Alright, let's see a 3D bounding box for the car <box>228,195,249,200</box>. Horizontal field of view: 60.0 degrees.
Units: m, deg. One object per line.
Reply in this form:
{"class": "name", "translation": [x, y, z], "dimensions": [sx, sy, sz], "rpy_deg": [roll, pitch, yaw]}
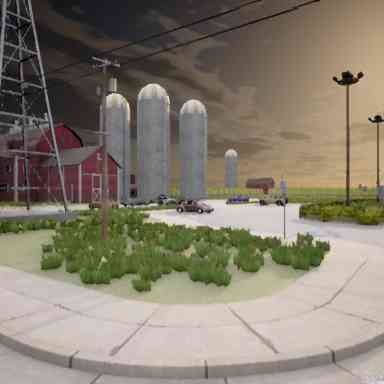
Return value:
{"class": "car", "translation": [10.127, 1.478, 72.348], "dimensions": [4.611, 1.667, 2.242], "rpy_deg": [0, 0, 35]}

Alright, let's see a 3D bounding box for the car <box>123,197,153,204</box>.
{"class": "car", "translation": [-8.878, 1.561, 52.130], "dimensions": [2.033, 1.411, 5.357], "rpy_deg": [0, 0, 34]}

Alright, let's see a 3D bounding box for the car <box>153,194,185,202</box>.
{"class": "car", "translation": [-3.694, 1.310, 52.476], "dimensions": [3.866, 1.878, 1.905], "rpy_deg": [0, 0, 35]}

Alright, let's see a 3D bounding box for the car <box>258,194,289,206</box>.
{"class": "car", "translation": [13.005, 1.307, 53.273], "dimensions": [4.605, 1.855, 1.932], "rpy_deg": [0, 0, 35]}

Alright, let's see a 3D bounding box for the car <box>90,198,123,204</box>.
{"class": "car", "translation": [-10.926, 1.503, 41.083], "dimensions": [4.193, 1.474, 1.816], "rpy_deg": [0, 0, 35]}

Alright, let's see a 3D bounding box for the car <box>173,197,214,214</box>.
{"class": "car", "translation": [0.317, 1.517, 34.716], "dimensions": [3.905, 1.438, 1.784], "rpy_deg": [0, 0, 35]}

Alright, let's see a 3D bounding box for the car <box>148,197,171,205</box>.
{"class": "car", "translation": [-6.100, 1.598, 62.355], "dimensions": [1.994, 1.385, 4.181], "rpy_deg": [0, 0, 34]}
